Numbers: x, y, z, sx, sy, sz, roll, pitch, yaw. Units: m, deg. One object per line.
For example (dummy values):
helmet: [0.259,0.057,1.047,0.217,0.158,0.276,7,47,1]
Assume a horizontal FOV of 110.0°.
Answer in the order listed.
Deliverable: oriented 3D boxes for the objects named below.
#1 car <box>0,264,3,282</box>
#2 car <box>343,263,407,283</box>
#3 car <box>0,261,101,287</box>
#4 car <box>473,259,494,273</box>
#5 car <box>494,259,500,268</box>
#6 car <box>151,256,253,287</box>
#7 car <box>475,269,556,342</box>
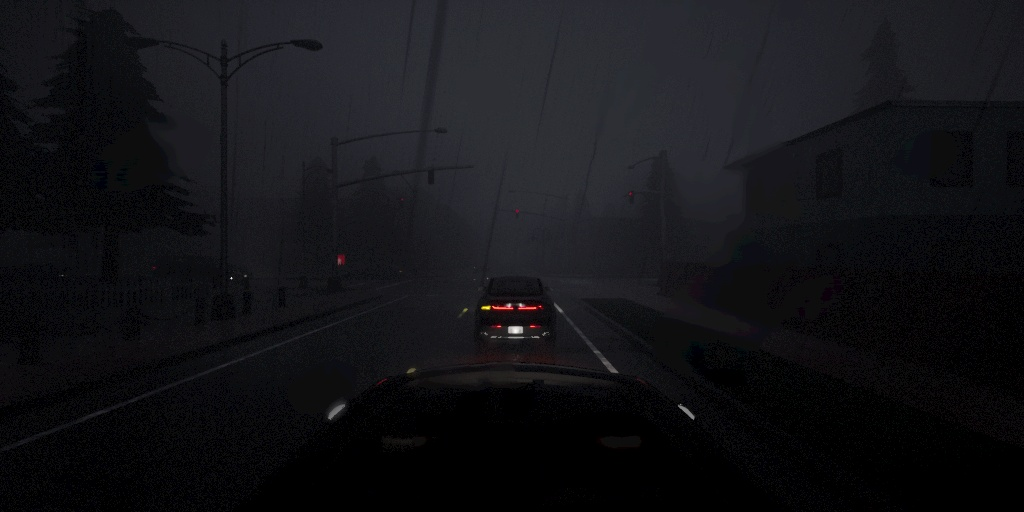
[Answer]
car: [-42.106,1.329,27.121,4.181,1.385,1.994,0,0,-4]
car: [-10.624,1.291,27.948,4.674,1.442,1.812,0,1,-10]
car: [-31.103,1.257,23.748,4.902,1.511,2.128,0,0,-1]
car: [-3.507,1.276,42.800,1.812,1.442,4.674,0,0,0]
car: [-3.451,1.257,59.919,1.837,1.490,4.892,0,-1,0]
car: [-20.665,0.987,24.025,5.566,2.045,2.150,0,0,-1]
car: [0.092,1.255,9.715,1.837,1.490,4.892,0,0,0]
